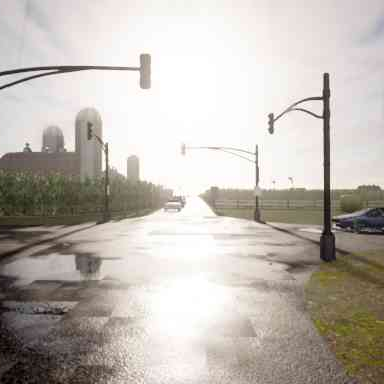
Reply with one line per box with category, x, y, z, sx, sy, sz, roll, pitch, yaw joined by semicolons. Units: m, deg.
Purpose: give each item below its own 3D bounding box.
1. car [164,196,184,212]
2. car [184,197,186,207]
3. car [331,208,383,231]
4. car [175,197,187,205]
car;-2.271;1.564;40.160;1.812;1.442;4.674;0;0;1
car;-2.177;1.405;49.987;2.097;1.767;4.553;0;0;1
car;11.586;1.702;20.994;5.357;1.411;2.033;1;-1;-3
car;-2.025;1.625;62.538;2.033;1.411;5.357;0;0;1
